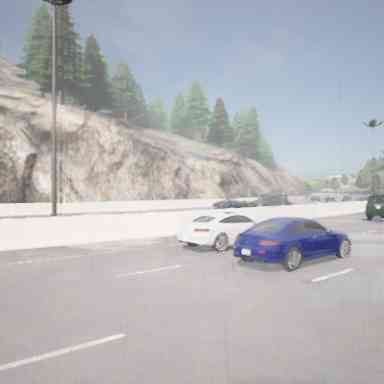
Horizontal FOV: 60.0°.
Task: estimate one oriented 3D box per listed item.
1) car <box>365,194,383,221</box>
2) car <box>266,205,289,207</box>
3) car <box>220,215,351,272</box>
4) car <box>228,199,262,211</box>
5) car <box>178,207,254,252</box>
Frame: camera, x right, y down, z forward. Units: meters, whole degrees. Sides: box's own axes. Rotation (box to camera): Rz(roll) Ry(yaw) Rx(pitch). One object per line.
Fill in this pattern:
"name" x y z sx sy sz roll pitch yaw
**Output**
"car" 15.615 1.209 26.348 5.566 2.045 2.150 0 0 -44
"car" 7.793 1.234 33.649 5.566 2.045 2.150 0 0 -44
"car" 3.334 1.528 10.847 4.674 1.442 1.812 0 0 -38
"car" 6.828 1.623 42.611 1.895 1.301 4.718 0 0 44
"car" 1.555 1.535 13.901 4.674 1.442 1.812 0 0 -39
